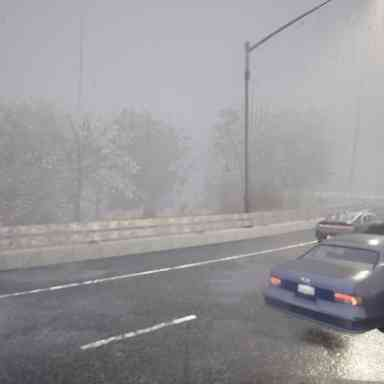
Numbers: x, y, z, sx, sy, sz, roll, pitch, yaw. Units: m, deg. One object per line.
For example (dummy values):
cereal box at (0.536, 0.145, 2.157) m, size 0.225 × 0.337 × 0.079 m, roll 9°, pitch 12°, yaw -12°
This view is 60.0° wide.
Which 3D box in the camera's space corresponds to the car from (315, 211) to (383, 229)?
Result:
car at (7.230, 1.573, 14.652) m, size 4.902 × 1.511 × 2.128 m, roll 0°, pitch 0°, yaw -43°

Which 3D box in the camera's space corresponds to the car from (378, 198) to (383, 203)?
car at (46.979, 1.991, 80.566) m, size 1.994 × 1.385 × 4.181 m, roll 0°, pitch 0°, yaw 4°

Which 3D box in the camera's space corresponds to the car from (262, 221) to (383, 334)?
car at (3.728, 1.586, 6.818) m, size 5.357 × 1.411 × 2.033 m, roll 0°, pitch 0°, yaw -39°
